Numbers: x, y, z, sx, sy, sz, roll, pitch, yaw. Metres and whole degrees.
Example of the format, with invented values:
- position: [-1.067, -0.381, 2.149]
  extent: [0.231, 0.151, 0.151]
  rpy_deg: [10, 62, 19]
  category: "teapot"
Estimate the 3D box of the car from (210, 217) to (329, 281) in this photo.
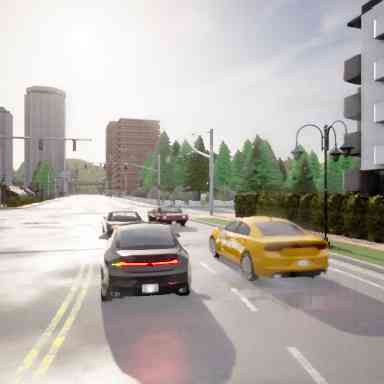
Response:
- position: [1.983, 1.482, 10.025]
  extent: [1.882, 1.535, 5.008]
  rpy_deg: [0, 0, -13]
  category: "car"

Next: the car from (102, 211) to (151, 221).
- position: [-3.636, 1.608, 17.250]
  extent: [1.895, 1.301, 4.718]
  rpy_deg: [0, 0, -18]
  category: "car"

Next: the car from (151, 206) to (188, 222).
- position: [-1.805, 1.610, 22.806]
  extent: [1.895, 1.301, 4.718]
  rpy_deg: [0, 0, -18]
  category: "car"

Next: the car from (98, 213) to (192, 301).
- position: [-1.272, 1.508, 8.433]
  extent: [1.837, 1.490, 4.892]
  rpy_deg: [0, 0, -12]
  category: "car"
